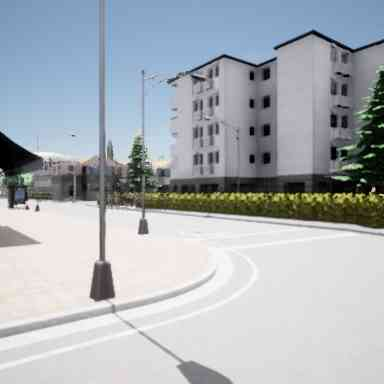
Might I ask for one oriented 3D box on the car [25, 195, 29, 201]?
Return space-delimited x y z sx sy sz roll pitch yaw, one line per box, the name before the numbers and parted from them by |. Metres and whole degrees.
car | -37.863 1.294 74.427 1.994 1.385 4.181 0 0 -36
